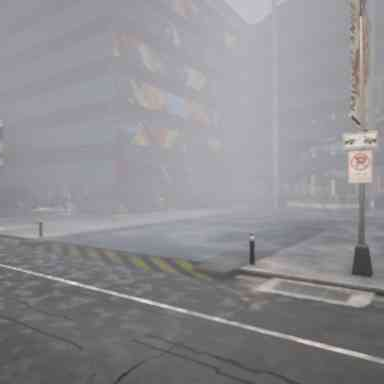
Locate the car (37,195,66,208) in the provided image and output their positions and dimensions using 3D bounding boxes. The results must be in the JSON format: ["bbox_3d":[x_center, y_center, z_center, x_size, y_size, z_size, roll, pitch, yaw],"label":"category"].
[{"bbox_3d":[-16.850,1.149,39.040,4.786,1.482,2.161,0,1,35],"label":"car"}]

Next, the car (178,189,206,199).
[{"bbox_3d":[-0.085,0.414,64.033,5.566,2.045,2.435,0,1,35],"label":"car"}]

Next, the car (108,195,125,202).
[{"bbox_3d":[-9.913,1.064,48.346,4.718,1.301,1.895,0,1,35],"label":"car"}]

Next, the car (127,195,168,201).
[{"bbox_3d":[-4.475,1.007,35.492,4.674,1.452,2.002,0,1,35],"label":"car"}]
